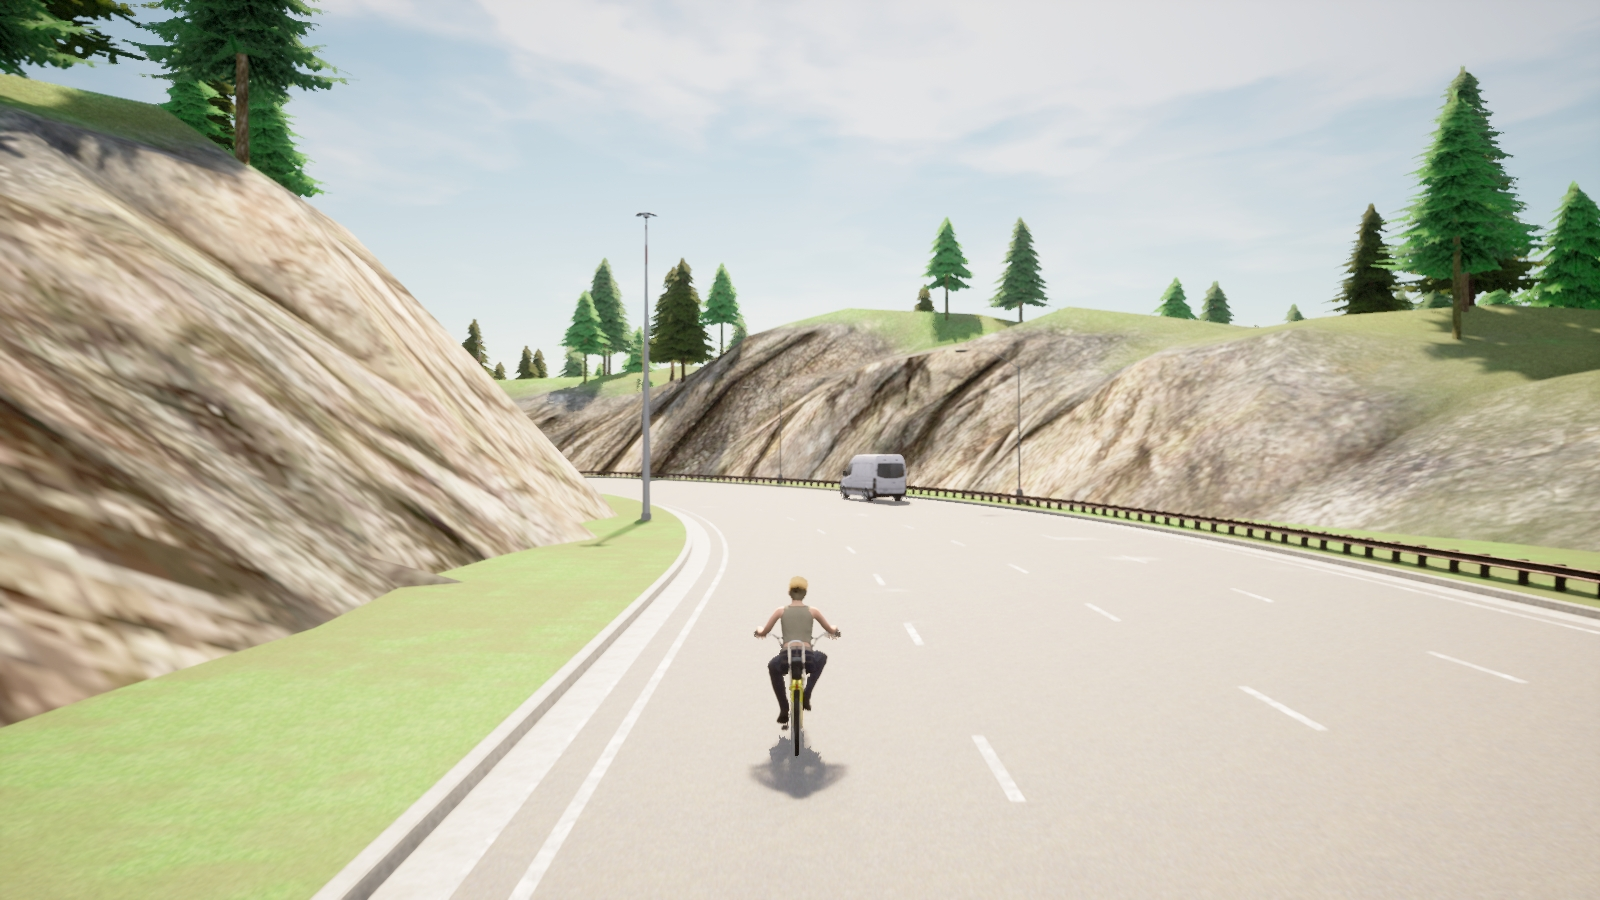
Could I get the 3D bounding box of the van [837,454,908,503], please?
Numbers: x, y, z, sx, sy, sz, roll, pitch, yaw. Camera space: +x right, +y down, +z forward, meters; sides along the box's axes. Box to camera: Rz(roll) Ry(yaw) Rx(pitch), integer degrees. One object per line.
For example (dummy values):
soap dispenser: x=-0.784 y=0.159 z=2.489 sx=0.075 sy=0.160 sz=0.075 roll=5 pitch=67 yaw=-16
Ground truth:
van: x=3.980 y=1.533 z=63.853 sx=1.988 sy=2.561 sz=5.915 roll=0 pitch=0 yaw=-17

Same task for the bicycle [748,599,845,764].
bicycle: x=-0.026 y=2.158 z=10.932 sx=0.859 sy=1.276 sz=1.487 roll=0 pitch=0 yaw=0
